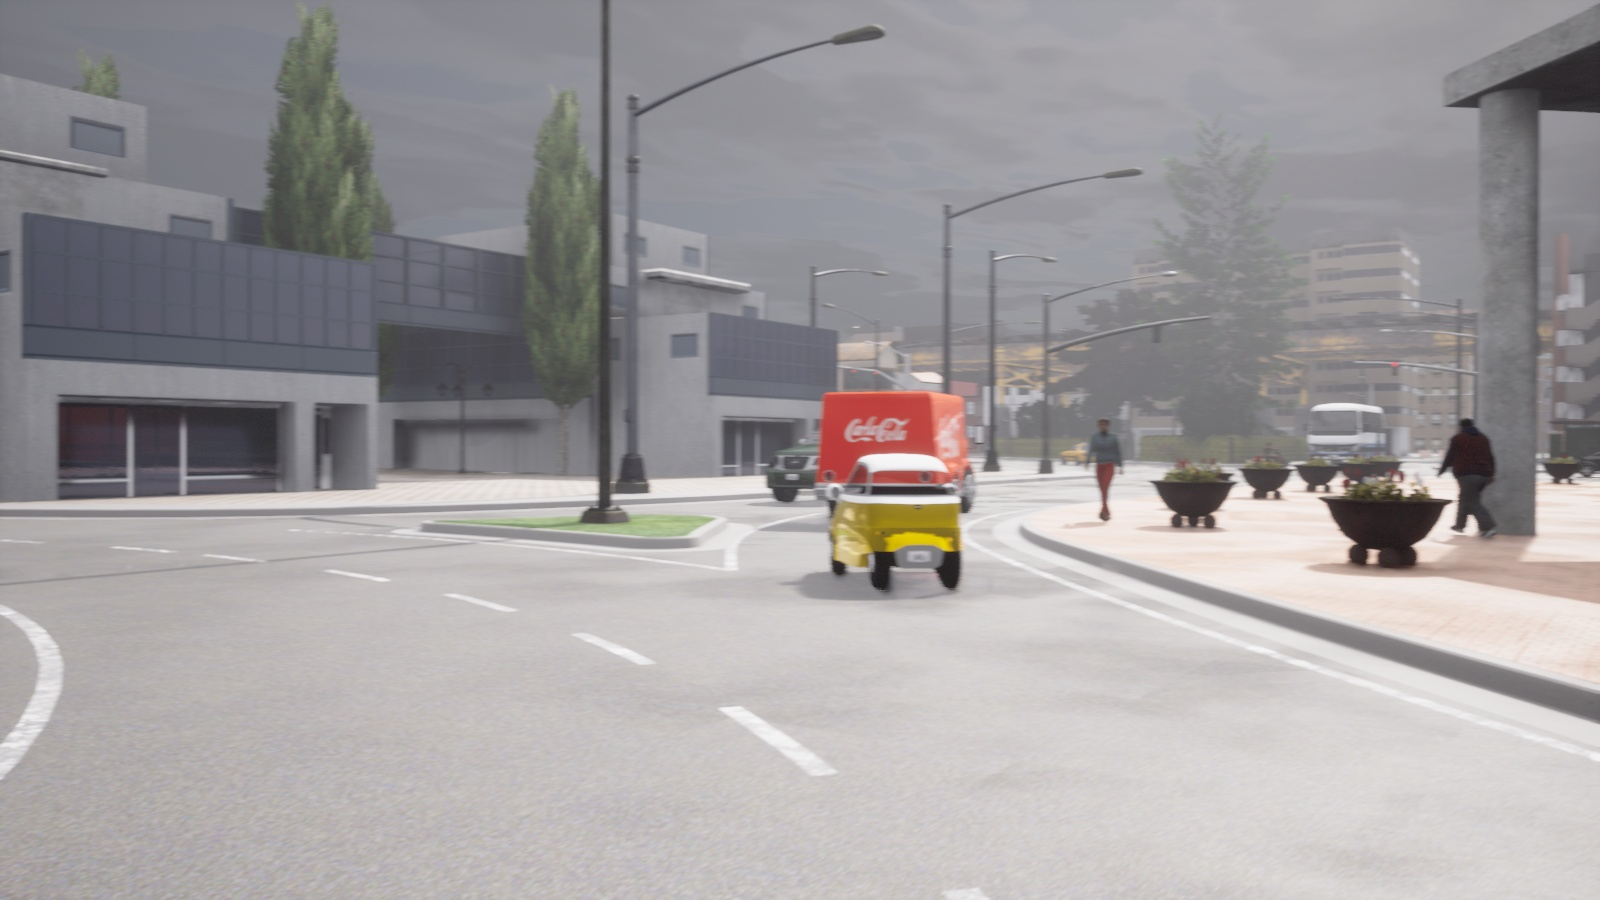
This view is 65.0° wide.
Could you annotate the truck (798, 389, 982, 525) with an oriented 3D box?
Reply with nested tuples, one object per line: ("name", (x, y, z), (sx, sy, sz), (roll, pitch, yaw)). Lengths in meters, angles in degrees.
("truck", (1.982, 0.112, 25.575), (2.627, 2.467, 5.204), (0, 0, 17))

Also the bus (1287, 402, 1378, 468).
("bus", (36.708, -0.991, 86.254), (3.944, 4.253, 10.273), (0, 0, 33))

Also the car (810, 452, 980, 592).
("car", (0.965, 0.722, 13.687), (1.481, 1.376, 2.207), (0, 1, -6))

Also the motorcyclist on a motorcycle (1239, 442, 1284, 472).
("motorcyclist on a motorcycle", (25.294, 0.402, 68.796), (2.350, 1.649, 0.766), (0, 0, -20))

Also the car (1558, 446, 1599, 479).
("car", (38.829, 0.632, 60.643), (3.705, 1.549, 1.789), (1, 1, 33))

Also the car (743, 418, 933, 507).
("car", (1.095, 0.275, 31.969), (2.150, 2.045, 5.566), (1, 0, 34))

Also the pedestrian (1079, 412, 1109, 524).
("pedestrian", (4.945, 0.294, 21.131), (0.353, 1.847, 0.614), (0, 0, 26))

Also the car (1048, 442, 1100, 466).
("car", (18.353, 0.238, 84.376), (1.801, 1.575, 5.366), (0, 0, -6))

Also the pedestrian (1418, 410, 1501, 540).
("pedestrian", (9.632, 0.352, 18.362), (0.634, 1.844, 0.899), (0, 0, -13))
